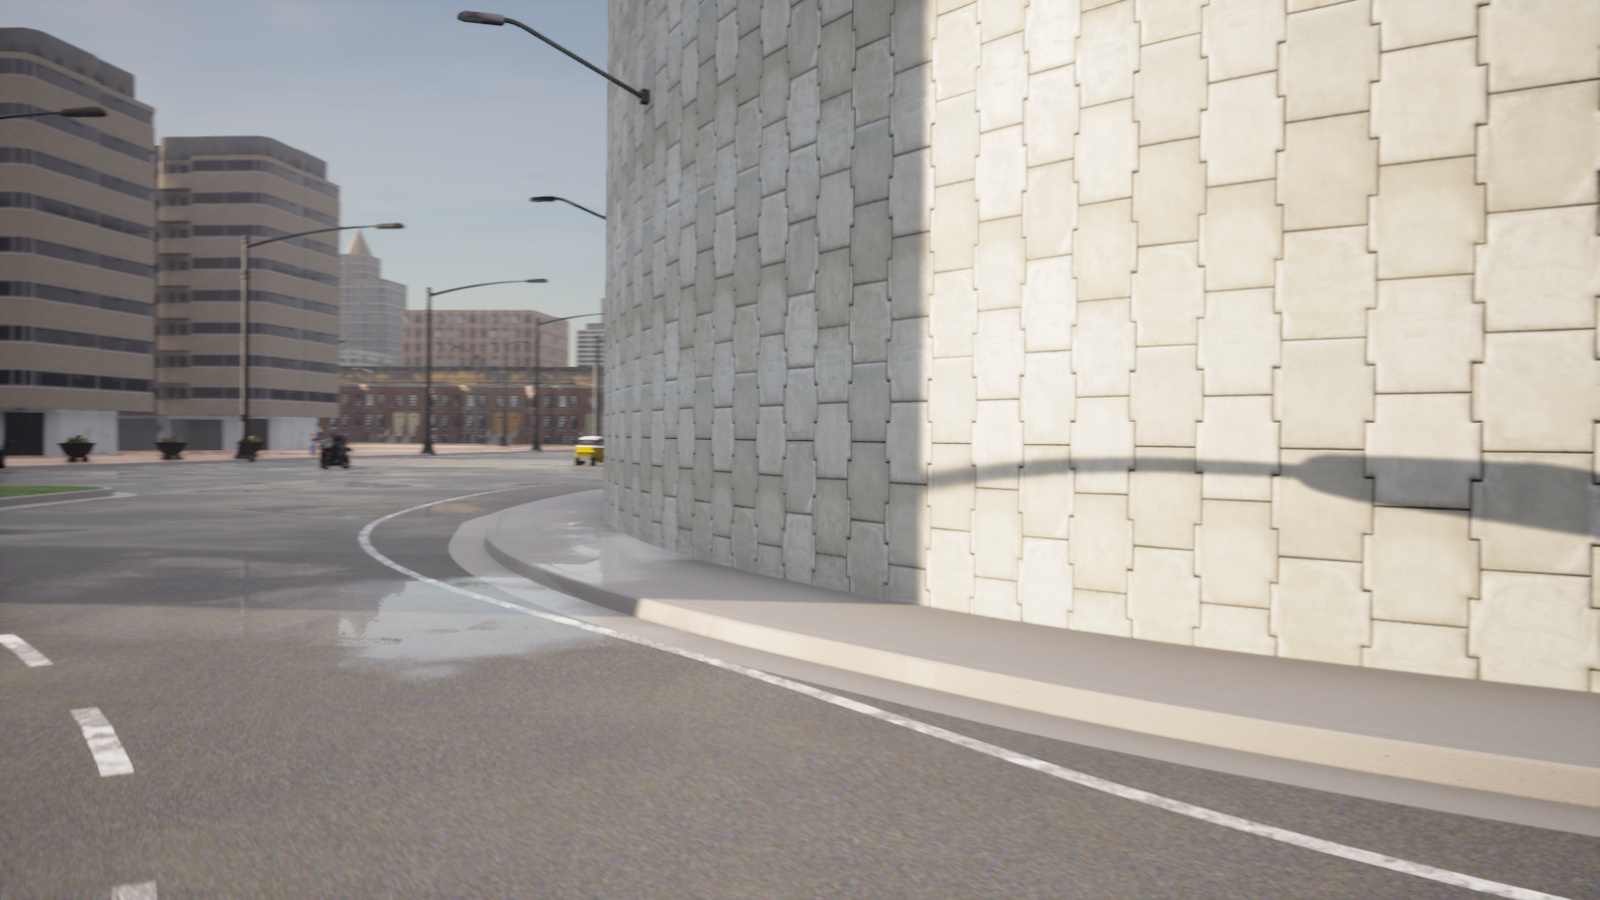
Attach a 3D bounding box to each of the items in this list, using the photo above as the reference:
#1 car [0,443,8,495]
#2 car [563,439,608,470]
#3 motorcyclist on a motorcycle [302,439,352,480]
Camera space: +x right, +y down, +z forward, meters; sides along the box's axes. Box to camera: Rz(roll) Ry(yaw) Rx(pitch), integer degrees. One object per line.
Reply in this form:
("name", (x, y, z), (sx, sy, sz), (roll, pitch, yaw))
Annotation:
("car", (-23.663, 0.562, 33.337), (1.812, 1.442, 4.674), (0, 1, 9))
("car", (-9.925, 0.211, 58.245), (1.481, 1.376, 2.207), (0, 1, 7))
("motorcyclist on a motorcycle", (-18.178, 0.364, 48.280), (0.866, 1.530, 2.191), (0, 1, 7))
